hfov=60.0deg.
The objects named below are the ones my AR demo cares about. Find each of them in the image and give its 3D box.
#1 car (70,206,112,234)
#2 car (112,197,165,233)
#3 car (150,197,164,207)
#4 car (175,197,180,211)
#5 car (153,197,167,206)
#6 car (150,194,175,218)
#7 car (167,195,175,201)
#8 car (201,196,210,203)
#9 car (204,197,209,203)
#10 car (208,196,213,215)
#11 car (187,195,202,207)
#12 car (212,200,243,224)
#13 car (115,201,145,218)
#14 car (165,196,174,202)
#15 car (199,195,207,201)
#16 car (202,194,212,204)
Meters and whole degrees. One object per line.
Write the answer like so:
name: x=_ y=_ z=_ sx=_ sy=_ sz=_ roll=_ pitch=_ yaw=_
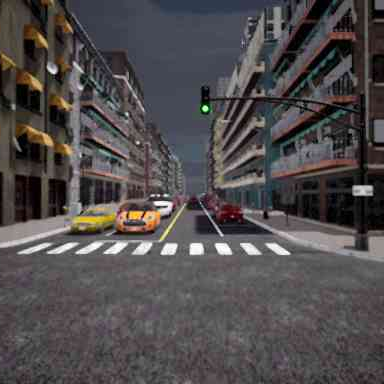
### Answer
car: x=-5.616 y=1.538 z=19.441 sx=1.752 sy=1.417 sz=4.829 roll=1 pitch=0 yaw=0
car: x=-3.027 y=1.365 z=19.711 sx=2.097 sy=1.767 sz=4.553 roll=0 pitch=0 yaw=0
car: x=-5.504 y=1.562 z=52.582 sx=1.752 sy=1.417 sz=4.829 roll=1 pitch=0 yaw=0
car: x=-2.954 y=1.379 z=40.461 sx=2.097 sy=1.767 sz=4.553 roll=0 pitch=0 yaw=0
car: x=-5.485 y=1.592 z=58.275 sx=2.008 sy=1.369 sz=4.403 roll=1 pitch=0 yaw=0
car: x=-2.993 y=1.242 z=30.337 sx=2.150 sy=2.045 sz=5.566 roll=0 pitch=0 yaw=0
car: x=-5.392 y=1.617 z=85.891 sx=2.008 sy=1.369 sz=4.403 roll=1 pitch=0 yaw=0
car: x=2.952 y=1.620 z=74.802 sx=1.947 sy=1.339 sz=4.313 roll=1 pitch=0 yaw=0
car: x=2.839 y=1.609 z=41.662 sx=1.802 sy=1.307 sz=4.206 roll=1 pitch=0 yaw=0
car: x=2.803 y=1.459 z=30.615 sx=1.967 sy=1.590 sz=4.097 roll=1 pitch=0 yaw=0
car: x=0.175 y=1.539 z=50.945 sx=1.837 sy=1.490 sz=4.892 roll=0 pitch=0 yaw=0
car: x=2.784 y=1.560 z=25.092 sx=1.887 sy=1.381 sz=4.507 roll=1 pitch=0 yaw=0
car: x=-5.579 y=1.565 z=30.658 sx=1.887 sy=1.381 sz=4.507 roll=1 pitch=0 yaw=0
car: x=-5.411 y=1.586 z=80.197 sx=1.752 sy=1.417 sz=4.829 roll=1 pitch=0 yaw=0
car: x=3.009 y=1.511 z=91.373 sx=1.967 sy=1.590 sz=4.097 roll=0 pitch=0 yaw=0
car: x=2.917 y=1.360 z=63.757 sx=2.192 sy=1.841 sz=5.009 roll=1 pitch=0 yaw=0
